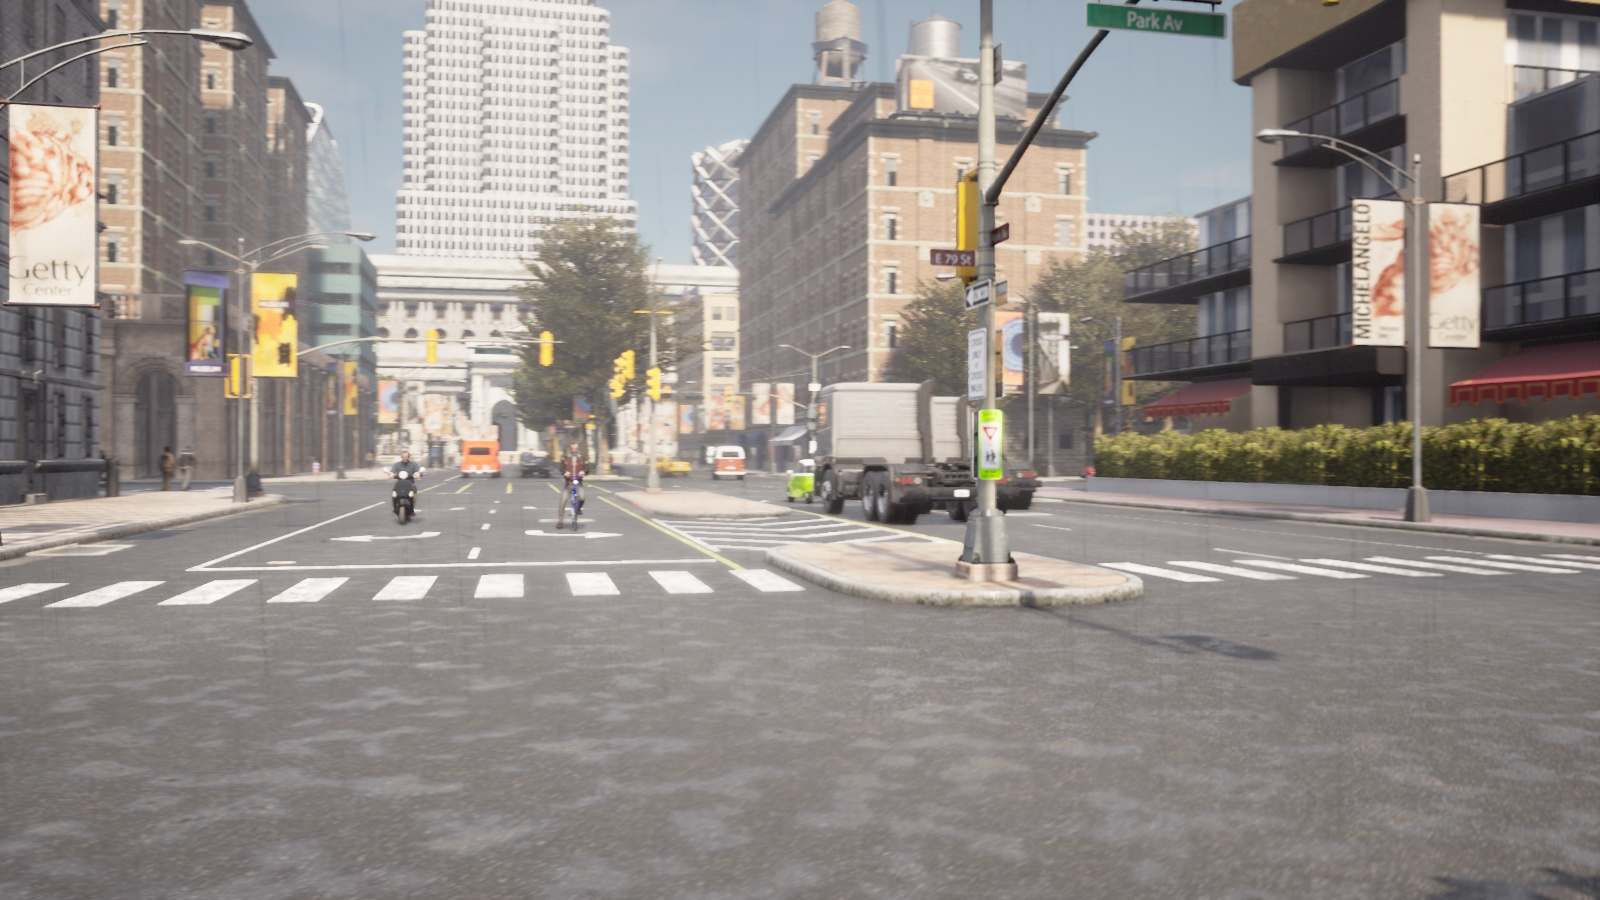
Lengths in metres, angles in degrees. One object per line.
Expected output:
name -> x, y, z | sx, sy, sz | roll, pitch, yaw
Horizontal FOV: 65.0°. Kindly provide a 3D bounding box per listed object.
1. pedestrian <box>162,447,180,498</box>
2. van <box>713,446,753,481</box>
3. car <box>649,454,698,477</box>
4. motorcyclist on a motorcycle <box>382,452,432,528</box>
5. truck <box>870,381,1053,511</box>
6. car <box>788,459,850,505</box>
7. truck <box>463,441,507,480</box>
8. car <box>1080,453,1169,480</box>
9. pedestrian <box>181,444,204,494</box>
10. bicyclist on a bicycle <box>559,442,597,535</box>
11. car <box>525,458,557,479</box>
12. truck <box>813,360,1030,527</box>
pedestrian -> -23.656, 0.845, 47.232 | 0.396, 1.930, 0.692 | 0, 0, -8
van -> -4.128, 0.822, 76.580 | 2.069, 2.038, 4.480 | 0, 0, -8
car -> -9.344, 1.126, 92.595 | 1.801, 1.575, 5.366 | 0, 0, -27
motorcyclist on a motorcycle -> -8.529, 0.850, 27.317 | 0.866, 1.590, 1.817 | 0, 0, -12
truck -> 4.570, -0.086, 37.577 | 2.891, 3.462, 7.936 | 0, 0, -12
car -> 0.569, 0.973, 39.481 | 1.481, 1.376, 2.207 | 0, 0, -12
truck -> -20.833, 0.701, 83.316 | 2.627, 2.467, 5.204 | 0, 0, -12
car -> 18.596, 0.944, 71.984 | 4.514, 1.525, 2.007 | 0, 0, -13
pedestrian -> -23.072, 0.716, 47.672 | 0.563, 1.883, 0.849 | 0, 0, -9
bicyclist on a bicycle -> -4.430, 0.742, 24.983 | 0.659, 1.776, 1.843 | 0, 0, -12
car -> -17.548, 1.231, 85.004 | 2.033, 1.411, 5.357 | 0, 0, -12
truck -> 2.611, -0.112, 30.197 | 2.891, 3.462, 7.936 | 0, 0, -12
